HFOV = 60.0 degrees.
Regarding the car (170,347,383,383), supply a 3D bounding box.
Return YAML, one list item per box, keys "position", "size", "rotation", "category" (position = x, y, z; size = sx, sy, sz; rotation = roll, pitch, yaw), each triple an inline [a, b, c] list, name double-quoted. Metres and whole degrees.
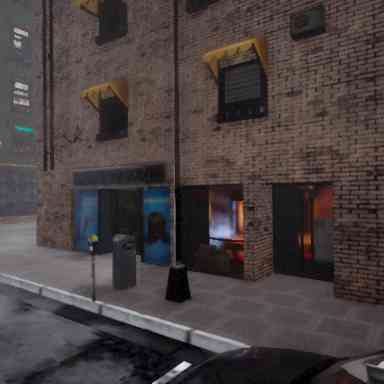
- position: [1.638, 1.550, 1.564]
  size: [4.403, 1.369, 2.008]
  rotation: [0, -1, 36]
  category: "car"
